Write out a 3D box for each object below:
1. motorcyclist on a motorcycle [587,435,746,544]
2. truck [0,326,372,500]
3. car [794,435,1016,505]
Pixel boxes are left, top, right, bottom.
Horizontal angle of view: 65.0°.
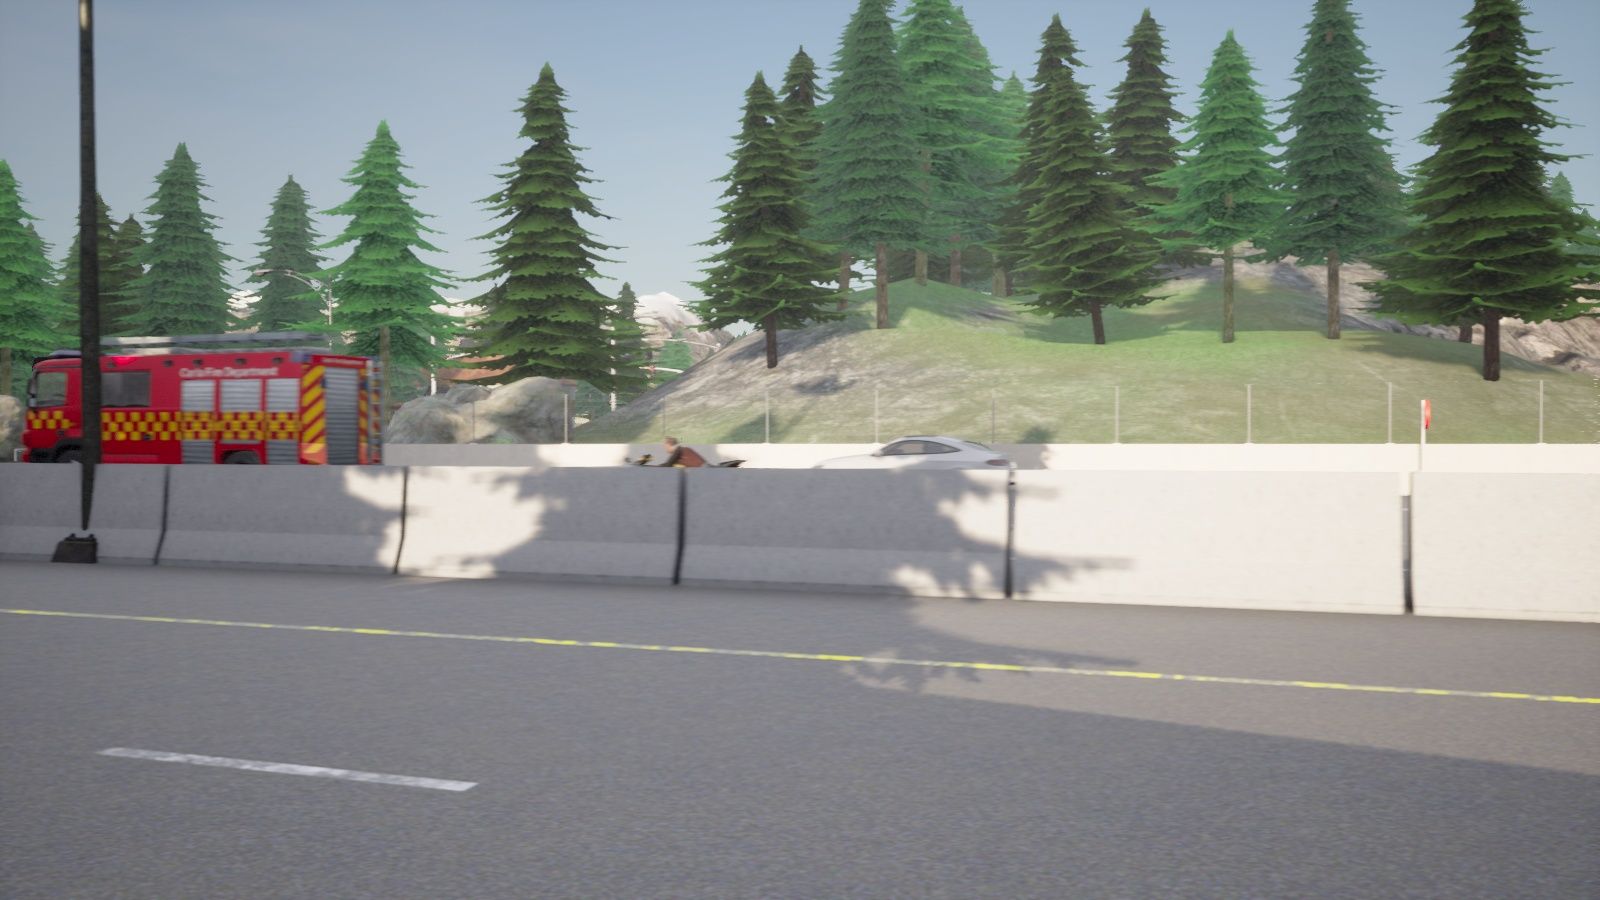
[{"bbox_3d":[-1.975,0.556,18.628,2.191,1.530,0.866,1,1,19],"label":"motorcyclist on a motorcycle"},{"bbox_3d":[-14.812,-0.879,30.314,8.468,3.827,2.891,1,1,19],"label":"truck"},{"bbox_3d":[2.376,0.409,28.241,4.674,1.442,1.812,1,1,19],"label":"car"}]
